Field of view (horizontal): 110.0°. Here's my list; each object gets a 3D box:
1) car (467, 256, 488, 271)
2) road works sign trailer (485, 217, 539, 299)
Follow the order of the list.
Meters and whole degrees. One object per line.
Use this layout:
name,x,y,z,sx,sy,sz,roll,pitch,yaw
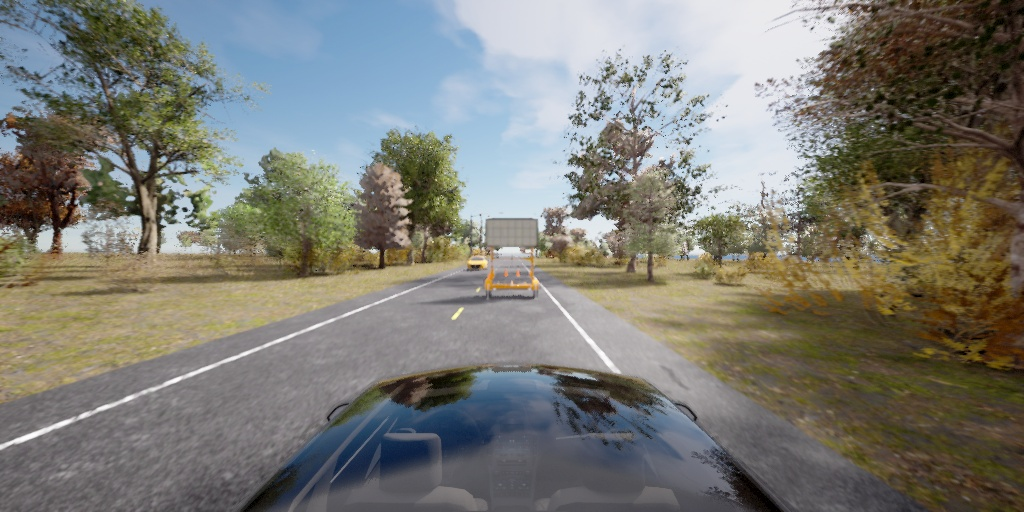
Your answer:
car,-3.592,0.746,37.793,1.882,1.535,5.008,0,1,0
road works sign trailer,0.001,0.011,16.400,2.380,3.560,2.880,0,0,0
